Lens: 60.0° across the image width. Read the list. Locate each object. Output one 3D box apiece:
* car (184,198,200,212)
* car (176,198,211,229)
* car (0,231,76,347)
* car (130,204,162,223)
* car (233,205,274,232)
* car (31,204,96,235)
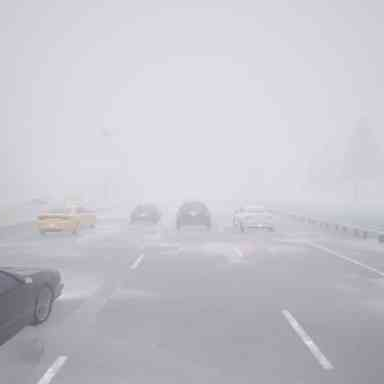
[{"bbox_3d":[-0.015,1.508,40.716,1.837,1.490,4.892,0,0,-1],"label":"car"},{"bbox_3d":[0.098,1.354,21.786,2.097,1.767,4.553,0,0,0],"label":"car"},{"bbox_3d":[-3.401,1.548,4.002,2.033,1.411,5.357,0,0,0],"label":"car"},{"bbox_3d":[-3.403,1.566,25.199,1.994,1.385,4.181,0,0,0],"label":"car"},{"bbox_3d":[3.596,1.527,19.861,1.812,1.442,4.674,0,0,0],"label":"car"},{"bbox_3d":[-6.902,1.479,18.869,1.882,1.535,5.008,0,0,0],"label":"car"}]
